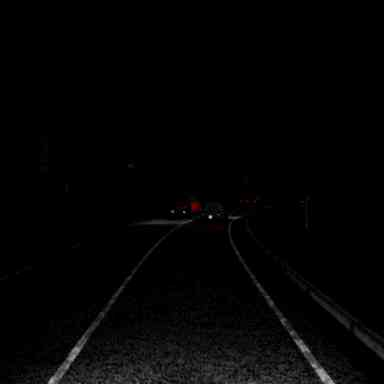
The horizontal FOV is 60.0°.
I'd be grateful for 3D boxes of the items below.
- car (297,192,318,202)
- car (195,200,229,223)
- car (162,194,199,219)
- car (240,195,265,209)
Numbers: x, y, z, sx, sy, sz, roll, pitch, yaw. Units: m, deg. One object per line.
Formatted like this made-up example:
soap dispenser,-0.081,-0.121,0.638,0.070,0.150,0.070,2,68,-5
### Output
car,22.130,0.882,63.721,4.553,1.767,2.097,-2,-3,-37
car,1.693,1.458,24.913,1.812,1.442,4.674,-1,0,11
car,-0.822,1.222,29.429,2.150,2.045,5.566,-2,0,16
car,7.517,1.151,40.989,2.097,1.767,4.553,-3,-1,27
